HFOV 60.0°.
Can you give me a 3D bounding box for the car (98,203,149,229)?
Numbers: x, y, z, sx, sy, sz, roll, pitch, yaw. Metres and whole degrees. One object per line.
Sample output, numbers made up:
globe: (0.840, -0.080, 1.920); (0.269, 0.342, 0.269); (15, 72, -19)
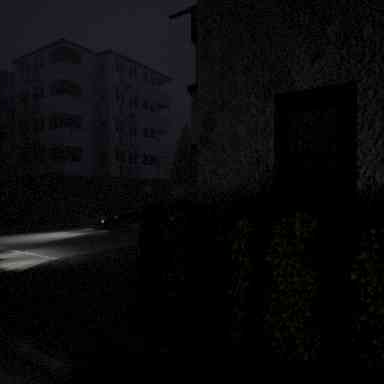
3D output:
car: (-3.929, 1.492, 21.903); (2.128, 1.511, 4.902); (0, 0, 35)
